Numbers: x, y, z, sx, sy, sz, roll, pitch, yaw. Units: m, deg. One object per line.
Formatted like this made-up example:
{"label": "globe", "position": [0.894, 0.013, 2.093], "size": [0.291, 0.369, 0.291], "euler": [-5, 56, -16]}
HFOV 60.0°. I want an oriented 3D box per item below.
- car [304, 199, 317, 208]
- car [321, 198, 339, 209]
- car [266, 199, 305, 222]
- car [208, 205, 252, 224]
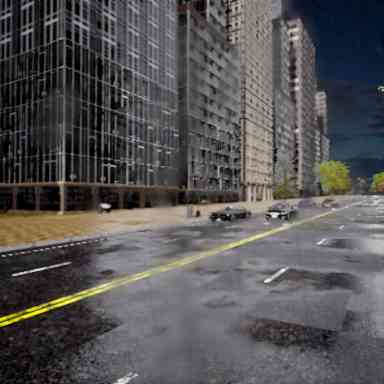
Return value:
{"label": "car", "position": [17.914, 1.721, 51.356], "size": [2.033, 1.411, 5.357], "euler": [-1, 0, 31]}
{"label": "car", "position": [20.579, 1.673, 49.486], "size": [1.812, 1.442, 4.674], "euler": [-1, 0, 31]}
{"label": "car", "position": [7.688, 1.629, 28.025], "size": [2.128, 1.511, 4.902], "euler": [-1, 0, 31]}
{"label": "car", "position": [3.133, 1.763, 26.734], "size": [1.895, 1.301, 4.718], "euler": [-1, 0, 31]}
